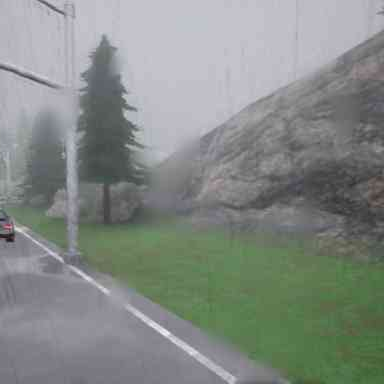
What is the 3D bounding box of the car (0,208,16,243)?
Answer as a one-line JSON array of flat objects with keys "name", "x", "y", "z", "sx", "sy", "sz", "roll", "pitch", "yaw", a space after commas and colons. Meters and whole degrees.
[{"name": "car", "x": -8.814, "y": 1.358, "z": 14.199, "sx": 2.033, "sy": 1.411, "sz": 5.357, "roll": -1, "pitch": 1, "yaw": -35}]
